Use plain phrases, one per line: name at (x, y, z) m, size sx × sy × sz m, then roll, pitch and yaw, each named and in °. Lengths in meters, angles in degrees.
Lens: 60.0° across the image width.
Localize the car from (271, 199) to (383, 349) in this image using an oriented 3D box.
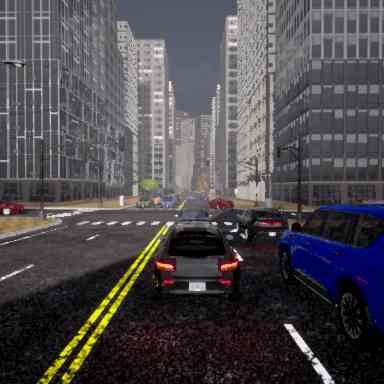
car at (3.348, 1.218, 6.383) m, size 2.150 × 2.045 × 5.566 m, roll 0°, pitch 0°, yaw 0°

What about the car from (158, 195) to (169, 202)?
car at (-6.571, 1.471, 76.450) m, size 2.033 × 1.411 × 5.357 m, roll 0°, pitch 0°, yaw 0°

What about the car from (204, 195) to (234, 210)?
car at (3.548, 1.434, 41.001) m, size 1.882 × 1.535 × 5.008 m, roll -1°, pitch 0°, yaw -17°

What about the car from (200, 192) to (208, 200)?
car at (3.169, 0.968, 89.589) m, size 2.150 × 2.045 × 5.566 m, roll 0°, pitch 0°, yaw 0°

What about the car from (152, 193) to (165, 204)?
car at (-6.591, 1.166, 65.970) m, size 2.150 × 2.045 × 5.566 m, roll 0°, pitch 0°, yaw 1°

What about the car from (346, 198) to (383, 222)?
car at (16.175, 1.519, 28.364) m, size 5.009 × 1.841 × 2.192 m, roll 1°, pitch 0°, yaw 1°

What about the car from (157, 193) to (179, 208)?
car at (-3.389, 1.318, 47.851) m, size 2.097 × 1.767 × 4.553 m, roll 0°, pitch 0°, yaw 0°

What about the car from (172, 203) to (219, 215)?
car at (0.086, 1.538, 17.514) m, size 2.033 × 1.411 × 5.357 m, roll 0°, pitch 0°, yaw 0°

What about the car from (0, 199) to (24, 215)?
car at (-18.546, 1.330, 31.481) m, size 5.008 × 1.535 × 1.882 m, roll 1°, pitch 1°, yaw 1°

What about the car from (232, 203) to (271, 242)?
car at (3.336, 1.496, 16.243) m, size 1.837 × 1.490 × 4.892 m, roll 0°, pitch 0°, yaw 0°

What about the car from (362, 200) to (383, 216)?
car at (20.460, 1.640, 34.078) m, size 4.902 × 1.511 × 2.128 m, roll 1°, pitch 1°, yaw 1°

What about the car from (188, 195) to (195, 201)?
car at (-0.074, 1.464, 80.776) m, size 2.033 × 1.411 × 5.357 m, roll 0°, pitch 0°, yaw 0°

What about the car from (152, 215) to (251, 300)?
car at (0.092, 1.522, 8.240) m, size 1.812 × 1.442 × 4.674 m, roll 0°, pitch 0°, yaw 0°

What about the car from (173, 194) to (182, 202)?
car at (-3.321, 1.285, 77.348) m, size 2.097 × 1.767 × 4.553 m, roll 0°, pitch 0°, yaw 0°

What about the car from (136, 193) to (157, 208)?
car at (-6.670, 1.318, 47.803) m, size 2.097 × 1.767 × 4.553 m, roll 0°, pitch 0°, yaw 1°

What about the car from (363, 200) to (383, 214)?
car at (21.776, 1.643, 36.656) m, size 4.829 × 1.417 × 1.752 m, roll 1°, pitch 0°, yaw 1°

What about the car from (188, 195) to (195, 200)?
car at (-0.083, 1.461, 90.673) m, size 1.994 × 1.385 × 4.181 m, roll 0°, pitch 0°, yaw 0°

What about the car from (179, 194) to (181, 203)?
car at (-3.386, 1.503, 57.323) m, size 2.033 × 1.411 × 5.357 m, roll 0°, pitch 0°, yaw 0°

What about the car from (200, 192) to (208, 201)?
car at (3.178, 1.443, 79.559) m, size 1.812 × 1.442 × 4.674 m, roll 0°, pitch 0°, yaw 0°
